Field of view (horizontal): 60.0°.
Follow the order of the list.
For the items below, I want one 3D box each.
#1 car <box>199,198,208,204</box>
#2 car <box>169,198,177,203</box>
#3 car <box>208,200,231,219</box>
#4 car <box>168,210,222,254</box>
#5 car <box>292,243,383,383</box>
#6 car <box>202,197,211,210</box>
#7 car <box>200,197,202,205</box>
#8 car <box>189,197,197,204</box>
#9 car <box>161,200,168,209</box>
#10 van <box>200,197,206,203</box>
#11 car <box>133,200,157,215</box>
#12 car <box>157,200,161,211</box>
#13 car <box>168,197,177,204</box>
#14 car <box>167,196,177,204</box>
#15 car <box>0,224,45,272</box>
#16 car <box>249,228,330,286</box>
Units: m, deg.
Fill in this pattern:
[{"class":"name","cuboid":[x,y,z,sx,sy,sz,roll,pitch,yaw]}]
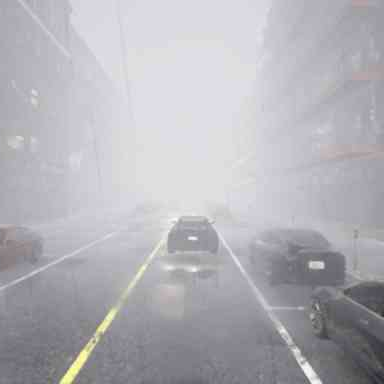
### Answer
[{"class":"car","cuboid":[3.031,2.441,88.755,2.008,1.369,4.403,1,-1,0]},{"class":"car","cuboid":[-5.326,2.449,94.451,1.947,1.339,4.313,1,-1,0]},{"class":"car","cuboid":[2.810,1.836,32.283,1.752,1.417,4.829,1,-1,0]},{"class":"car","cuboid":[0.043,1.689,14.208,1.994,1.385,4.181,0,-1,0]},{"class":"car","cuboid":[2.806,1.623,3.794,1.947,1.339,4.313,1,0,0]},{"class":"car","cuboid":[2.877,1.913,49.106,1.967,1.590,4.097,1,-1,0]},{"class":"car","cuboid":[2.987,2.317,77.426,2.008,1.369,4.403,1,-1,0]},{"class":"car","cuboid":[0.331,2.194,87.052,2.097,1.767,4.553,0,-1,0]},{"class":"car","cuboid":[-5.482,2.025,54.803,1.947,1.339,4.313,1,-1,0]},{"class":"van","cuboid":[3.056,2.295,94.419,1.690,1.788,3.998,1,-1,0]},{"class":"car","cuboid":[-5.548,1.858,37.812,1.947,1.339,4.313,1,-1,0]},{"class":"car","cuboid":[-5.524,1.786,43.474,1.967,1.590,4.097,1,-1,0]},{"class":"car","cuboid":[-5.370,2.302,83.125,1.887,1.381,4.507,1,-1,0]},{"class":"car","cuboid":[-5.345,2.135,88.792,2.192,1.841,5.009,1,-1,0]},{"class":"car","cuboid":[-5.707,1.617,9.493,1.802,1.307,4.206,1,0,0]},{"class":"car","cuboid":[2.767,1.672,9.458,1.947,1.339,4.313,1,-1,0]}]
